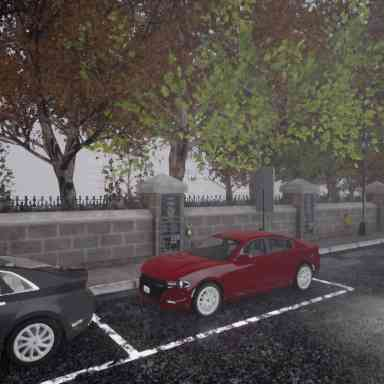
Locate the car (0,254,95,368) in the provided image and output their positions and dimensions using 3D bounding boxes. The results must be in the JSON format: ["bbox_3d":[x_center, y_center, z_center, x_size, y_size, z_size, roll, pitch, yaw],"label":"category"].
[{"bbox_3d":[-3.489,1.551,4.166,4.403,1.369,2.008,0,0,-35],"label":"car"}]

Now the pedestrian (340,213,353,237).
[{"bbox_3d":[7.323,1.525,15.564,0.500,1.100,0.500,0,0,-35],"label":"pedestrian"}]

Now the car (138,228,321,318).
[{"bbox_3d":[0.999,1.545,7.414,4.507,1.381,1.887,0,0,-35],"label":"car"}]
